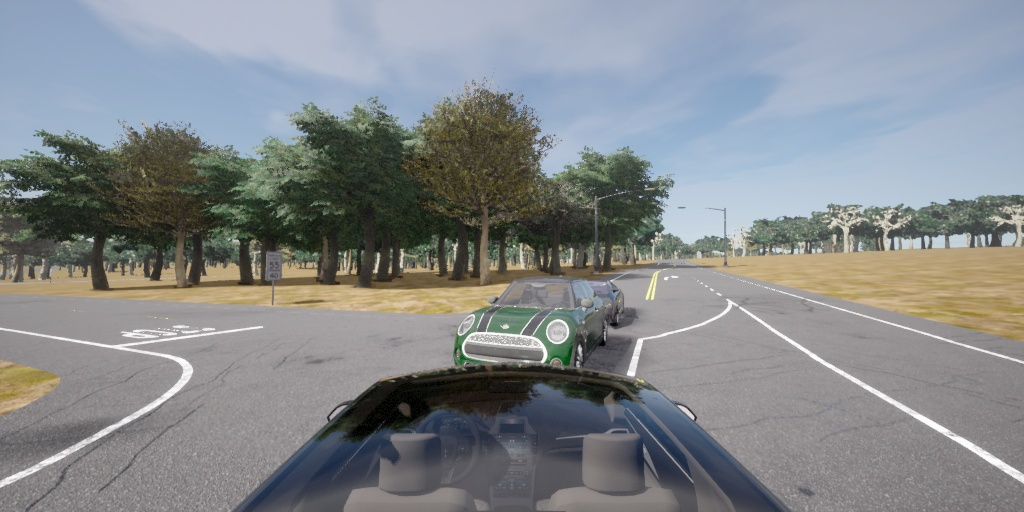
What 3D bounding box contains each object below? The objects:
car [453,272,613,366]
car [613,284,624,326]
[{"bbox_3d":[0.674,1.222,7.484,2.097,1.767,4.553,-1,-2,22],"label":"car"},{"bbox_3d":[2.895,1.555,12.918,1.994,1.385,4.181,-2,0,22],"label":"car"}]
